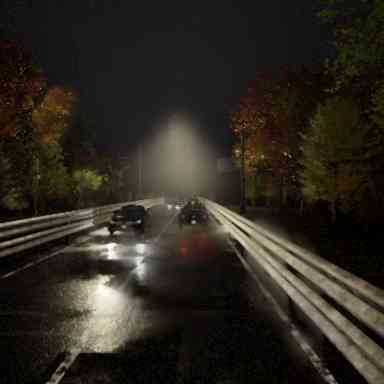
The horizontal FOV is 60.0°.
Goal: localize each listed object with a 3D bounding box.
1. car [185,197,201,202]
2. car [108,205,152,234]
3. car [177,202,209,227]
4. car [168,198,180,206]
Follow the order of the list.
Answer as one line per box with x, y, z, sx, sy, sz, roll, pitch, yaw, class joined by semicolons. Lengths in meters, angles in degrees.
0.124;1.392;42.867;2.097;1.767;4.553;0;0;0;car
-3.350;1.458;18.750;1.812;1.442;4.674;0;0;0;car
0.110;1.536;22.252;1.895;1.301;4.718;0;0;0;car
-3.263;1.753;59.954;1.895;1.301;4.718;0;0;1;car
